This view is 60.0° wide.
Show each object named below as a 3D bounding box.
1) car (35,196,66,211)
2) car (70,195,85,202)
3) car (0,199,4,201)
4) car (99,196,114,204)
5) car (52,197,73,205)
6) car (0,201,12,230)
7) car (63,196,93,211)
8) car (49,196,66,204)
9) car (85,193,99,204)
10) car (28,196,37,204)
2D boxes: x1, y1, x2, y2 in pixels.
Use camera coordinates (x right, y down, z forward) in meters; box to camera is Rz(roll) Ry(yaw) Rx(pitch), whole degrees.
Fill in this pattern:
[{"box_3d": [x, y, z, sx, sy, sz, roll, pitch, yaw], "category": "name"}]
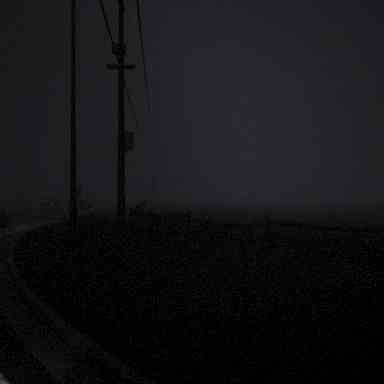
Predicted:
[{"box_3d": [-17.503, 1.537, 41.442, 1.812, 1.442, 4.674, 0, 0, -6], "category": "car"}, {"box_3d": [-23.843, 1.402, 69.214, 1.994, 1.385, 4.181, 0, 0, -6], "category": "car"}, {"box_3d": [-24.533, 1.490, 41.389, 1.882, 1.535, 5.008, 0, 0, -6], "category": "car"}, {"box_3d": [-16.271, 1.521, 64.748, 1.837, 1.490, 4.892, 0, 0, -6], "category": "car"}, {"box_3d": [-22.826, 1.563, 58.844, 2.033, 1.411, 5.357, 0, 0, -6], "category": "car"}, {"box_3d": [-11.715, 1.483, 18.257, 1.882, 1.535, 5.008, 0, 0, -6], "category": "car"}, {"box_3d": [-13.931, 1.574, 40.898, 1.994, 1.385, 4.181, 0, 0, -6], "category": "car"}, {"box_3d": [-27.147, 1.572, 67.230, 1.994, 1.385, 4.181, 0, 0, -6], "category": "car"}, {"box_3d": [-19.957, 1.237, 66.461, 2.150, 2.045, 5.566, 0, 0, -6], "category": "car"}, {"box_3d": [-30.441, 1.526, 65.281, 2.128, 1.511, 4.902, 0, 0, -6], "category": "car"}]
